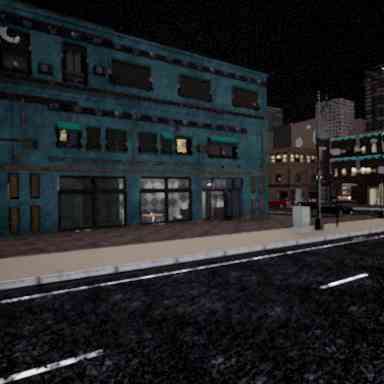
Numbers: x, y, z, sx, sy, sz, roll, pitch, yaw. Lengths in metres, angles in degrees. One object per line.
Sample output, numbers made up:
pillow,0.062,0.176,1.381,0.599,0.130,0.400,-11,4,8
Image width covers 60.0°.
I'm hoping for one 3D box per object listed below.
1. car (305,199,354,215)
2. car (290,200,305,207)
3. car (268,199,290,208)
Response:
car,14.349,1.649,34.316,1.947,1.339,4.313,-2,0,-35
car,16.440,1.600,46.043,2.008,1.369,4.403,-2,0,-35
car,13.233,1.694,50.554,1.802,1.307,4.206,-2,0,-35
